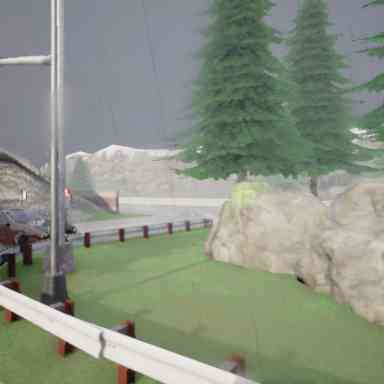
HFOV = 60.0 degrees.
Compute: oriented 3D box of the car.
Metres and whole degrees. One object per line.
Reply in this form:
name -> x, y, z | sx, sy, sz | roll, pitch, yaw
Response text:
car -> -7.070, 1.365, 13.039 | 5.357, 1.411, 2.033 | 0, 0, 24
